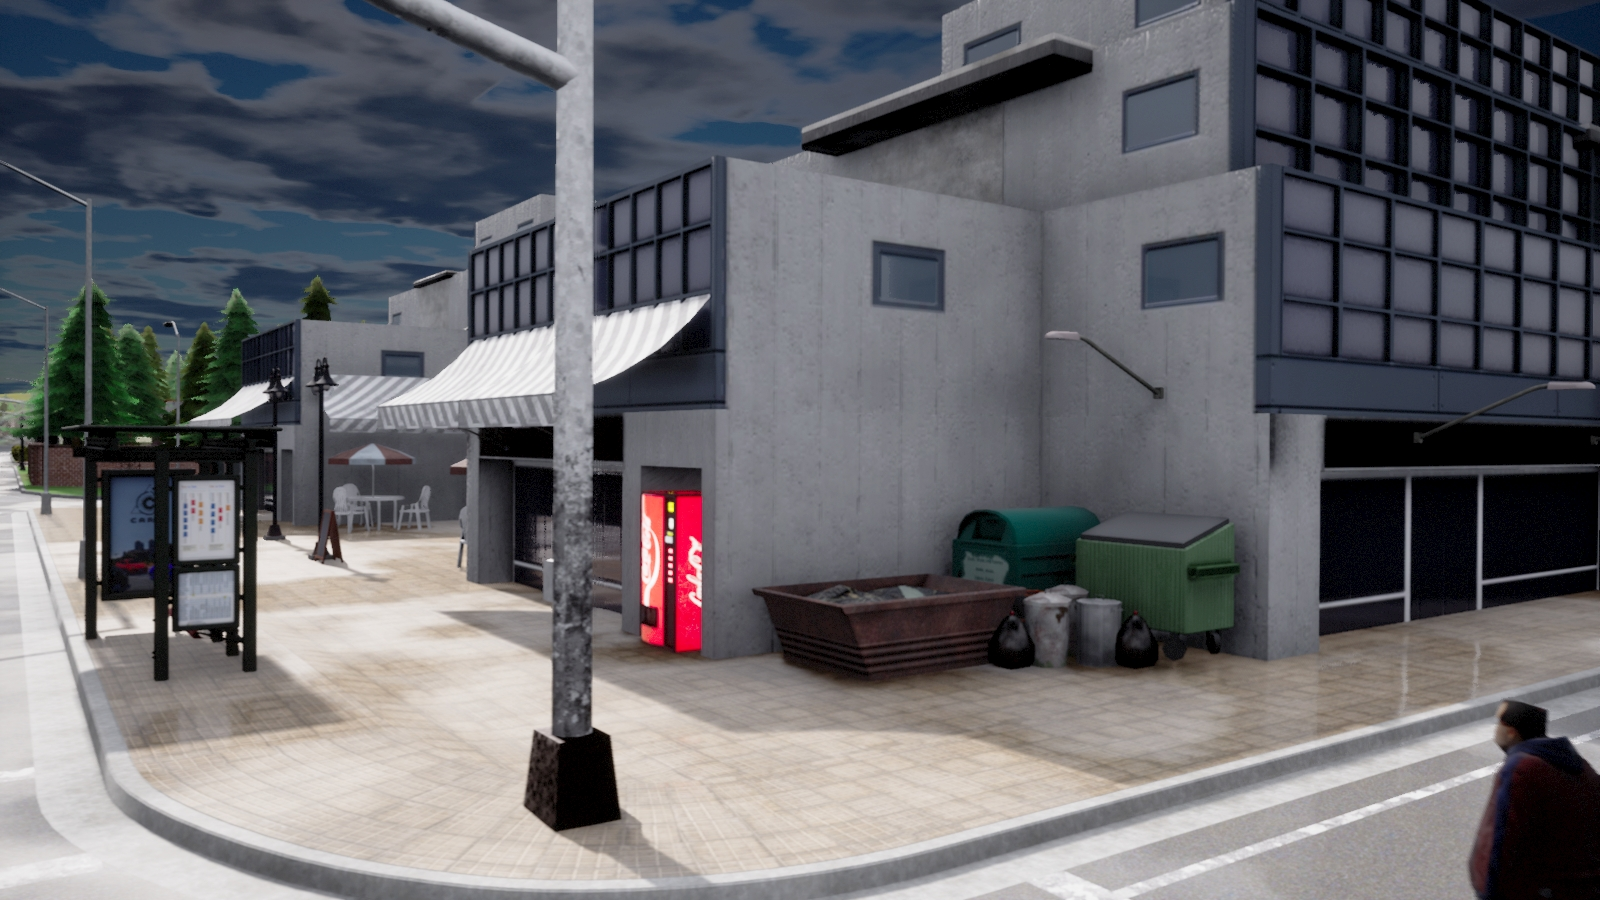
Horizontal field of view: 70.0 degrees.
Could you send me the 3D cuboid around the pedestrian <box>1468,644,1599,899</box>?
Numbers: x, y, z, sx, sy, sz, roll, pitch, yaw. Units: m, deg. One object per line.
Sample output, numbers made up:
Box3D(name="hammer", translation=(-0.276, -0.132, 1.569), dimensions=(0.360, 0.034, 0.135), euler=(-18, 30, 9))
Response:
Box3D(name="pedestrian", translation=(3.193, 1.808, 4.930), dimensions=(0.375, 1.860, 0.375), euler=(0, 0, -21))
